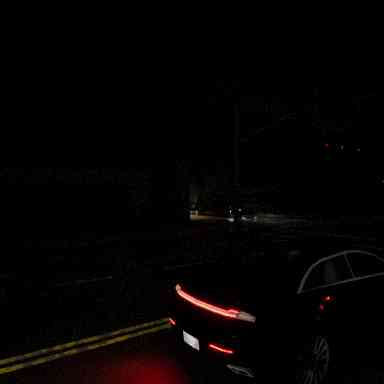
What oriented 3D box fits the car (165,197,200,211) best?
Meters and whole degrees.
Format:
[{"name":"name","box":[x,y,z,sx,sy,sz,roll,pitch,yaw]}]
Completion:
[{"name":"car","box":[-1.274,1.491,42.241,2.128,1.511,4.902,0,0,-37]}]

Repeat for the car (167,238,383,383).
[{"name":"car","box":[1.964,1.492,5.231,4.902,1.511,2.128,0,0,-35]}]

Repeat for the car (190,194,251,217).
[{"name":"car","box":[2.546,1.221,31.277,2.150,2.045,5.566,0,0,-36]}]

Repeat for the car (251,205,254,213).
[{"name":"car","box":[4.264,1.478,34.820,1.882,1.535,5.008,0,0,-37]}]
